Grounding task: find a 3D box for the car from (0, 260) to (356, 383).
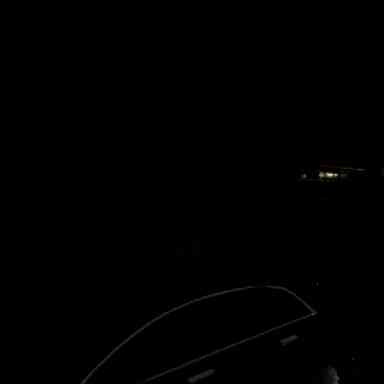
[{"bbox_3d":[-0.392,1.519,3.099,4.892,1.490,1.837,1,0,-36],"label":"car"}]
